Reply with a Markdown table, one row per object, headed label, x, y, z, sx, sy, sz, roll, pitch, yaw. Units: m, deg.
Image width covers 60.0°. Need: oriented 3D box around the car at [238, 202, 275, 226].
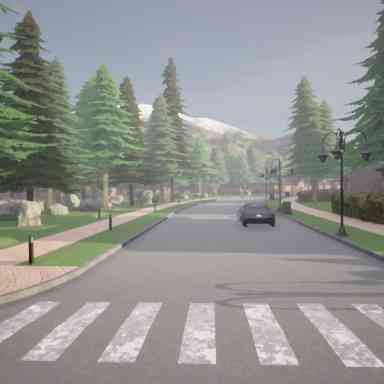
| label | x | y | z | sx | sy | sz | roll | pitch | yaw |
| --- | --- | --- | --- | --- | --- | --- | --- | --- | --- |
| car | 4.074 | 1.350 | 21.519 | 1.994 | 1.385 | 4.181 | -1 | 1 | 4 |
